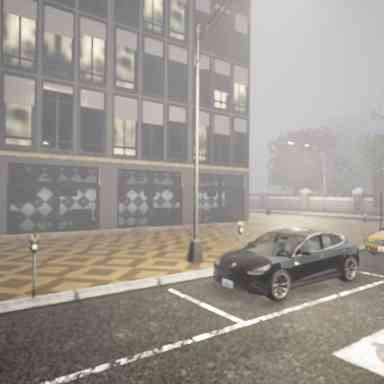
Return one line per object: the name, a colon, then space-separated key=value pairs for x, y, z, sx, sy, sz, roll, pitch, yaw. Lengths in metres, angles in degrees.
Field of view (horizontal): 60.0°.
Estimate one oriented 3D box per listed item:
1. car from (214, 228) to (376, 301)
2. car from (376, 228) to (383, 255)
car: x=2.548 y=1.622 z=8.458 sx=4.313 sy=1.339 sz=1.947 roll=1 pitch=0 yaw=-35
car: x=8.419 y=1.640 z=12.686 sx=4.829 sy=1.417 sz=1.752 roll=1 pitch=0 yaw=-35
